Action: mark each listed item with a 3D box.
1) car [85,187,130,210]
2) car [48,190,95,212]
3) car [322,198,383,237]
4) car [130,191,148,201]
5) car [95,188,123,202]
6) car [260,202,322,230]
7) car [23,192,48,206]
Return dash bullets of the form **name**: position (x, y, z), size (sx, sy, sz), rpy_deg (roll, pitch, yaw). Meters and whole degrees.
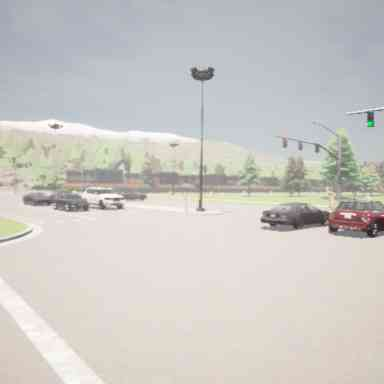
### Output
- **car**: position (-8.663, 0.571, 32.405), size (2.150, 2.045, 5.566), rpy_deg (0, 1, -42)
- **car**: position (-10.742, 0.873, 29.470), size (1.837, 1.490, 4.892), rpy_deg (0, 1, -42)
- **car**: position (8.978, 1.189, 17.199), size (4.553, 1.767, 2.097), rpy_deg (0, 1, -42)
- **car**: position (-8.826, 0.607, 50.185), size (2.033, 1.411, 5.357), rpy_deg (0, 1, -42)
- **car**: position (-12.119, 0.391, 48.621), size (2.097, 1.767, 4.553), rpy_deg (0, 1, -42)
- **car**: position (6.183, 1.311, 19.397), size (5.357, 1.411, 2.033), rpy_deg (0, 1, -42)
- **car**: position (-16.991, 0.716, 36.510), size (2.033, 1.411, 5.357), rpy_deg (0, 1, -41)
